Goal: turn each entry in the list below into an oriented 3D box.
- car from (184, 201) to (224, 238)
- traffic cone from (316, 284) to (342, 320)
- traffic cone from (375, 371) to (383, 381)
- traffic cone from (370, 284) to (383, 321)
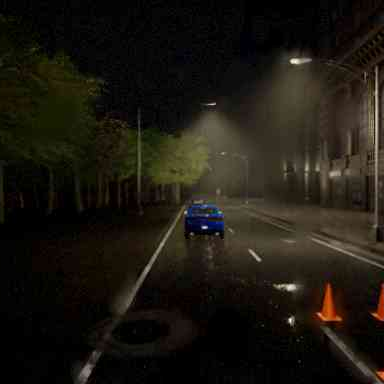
[{"bbox_3d":[0.591,1.459,17.607,1.882,1.535,5.008,0,0,0],"label":"car"},{"bbox_3d":[2.453,1.950,5.968,0.340,0.580,0.340,0,0,0],"label":"traffic cone"},{"bbox_3d":[2.444,1.953,3.968,0.340,0.580,0.340,0,0,0],"label":"traffic cone"},{"bbox_3d":[3.453,1.951,5.964,0.340,0.580,0.340,0,0,0],"label":"traffic cone"}]
